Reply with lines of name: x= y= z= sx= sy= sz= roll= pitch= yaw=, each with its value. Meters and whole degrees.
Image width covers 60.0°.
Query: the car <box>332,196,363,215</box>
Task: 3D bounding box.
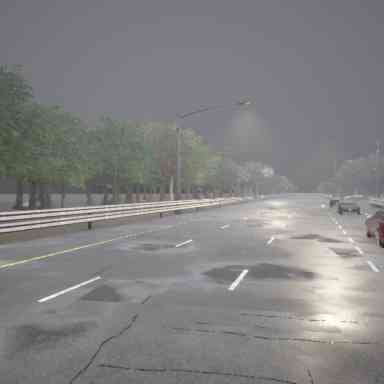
car: x=15.845 y=1.488 z=33.875 sx=2.128 sy=1.511 sz=4.902 roll=0 pitch=0 yaw=20

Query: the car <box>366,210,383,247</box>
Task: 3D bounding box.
car: x=8.953 y=1.477 z=14.609 sx=1.882 sy=1.535 sz=5.008 roll=0 pitch=0 yaw=20

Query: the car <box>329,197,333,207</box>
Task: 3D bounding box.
car: x=21.678 y=1.490 z=49.874 sx=1.882 sy=1.535 sz=5.008 roll=0 pitch=0 yaw=21
